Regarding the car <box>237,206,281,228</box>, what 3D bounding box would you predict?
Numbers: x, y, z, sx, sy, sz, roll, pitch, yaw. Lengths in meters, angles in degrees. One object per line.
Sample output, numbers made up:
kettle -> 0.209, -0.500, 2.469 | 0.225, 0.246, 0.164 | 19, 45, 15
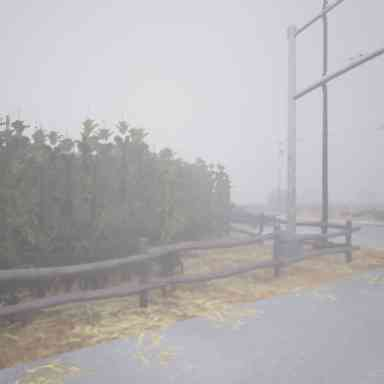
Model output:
car -> 3.632, 1.620, 22.399 | 1.895, 1.301, 4.718 | 0, 0, -35

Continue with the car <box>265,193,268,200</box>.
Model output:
car -> 20.157, 1.198, 87.390 | 1.905, 1.878, 3.866 | 6, 3, 11
